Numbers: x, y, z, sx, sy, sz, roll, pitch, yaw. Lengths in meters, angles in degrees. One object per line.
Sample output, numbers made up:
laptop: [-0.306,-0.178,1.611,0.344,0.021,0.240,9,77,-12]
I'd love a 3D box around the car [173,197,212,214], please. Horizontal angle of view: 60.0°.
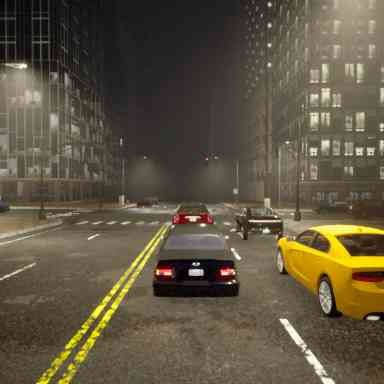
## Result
car: [0.034,1.342,18.019,2.097,1.767,4.553,0,0,0]

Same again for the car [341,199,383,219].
car: [16.094,1.519,28.636,5.009,1.841,2.192,1,0,1]

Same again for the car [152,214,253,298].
car: [0.067,1.543,8.704,2.033,1.411,5.357,0,0,0]

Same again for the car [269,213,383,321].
car: [3.323,1.474,7.432,1.882,1.535,5.008,0,0,0]

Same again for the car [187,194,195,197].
car: [-0.300,1.470,79.746,1.994,1.385,4.181,0,0,0]

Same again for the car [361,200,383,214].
car: [21.671,1.643,36.943,4.829,1.417,1.752,1,0,1]

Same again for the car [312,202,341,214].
car: [14.985,1.702,34.437,4.718,1.301,1.895,1,1,1]

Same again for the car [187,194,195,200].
car: [-0.339,1.295,89.781,1.994,1.385,4.181,0,0,0]

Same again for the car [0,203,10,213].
car: [-20.033,1.317,31.683,5.008,1.535,1.882,1,1,1]

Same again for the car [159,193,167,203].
car: [-6.773,1.507,67.541,1.994,1.385,4.181,0,0,0]

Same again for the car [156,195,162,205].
car: [-6.791,1.556,57.536,1.895,1.301,4.718,0,0,0]

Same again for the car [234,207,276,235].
car: [3.278,1.482,16.848,2.128,1.511,4.902,0,0,1]

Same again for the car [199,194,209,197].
car: [2.972,1.434,74.176,1.837,1.490,4.892,0,0,0]

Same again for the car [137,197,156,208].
car: [-6.781,1.567,48.364,1.895,1.301,4.718,0,0,0]

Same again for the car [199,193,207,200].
car: [2.911,1.265,90.146,2.097,1.767,4.553,0,0,0]

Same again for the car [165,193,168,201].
car: [-6.796,1.154,78.291,2.150,2.045,5.566,0,0,0]
